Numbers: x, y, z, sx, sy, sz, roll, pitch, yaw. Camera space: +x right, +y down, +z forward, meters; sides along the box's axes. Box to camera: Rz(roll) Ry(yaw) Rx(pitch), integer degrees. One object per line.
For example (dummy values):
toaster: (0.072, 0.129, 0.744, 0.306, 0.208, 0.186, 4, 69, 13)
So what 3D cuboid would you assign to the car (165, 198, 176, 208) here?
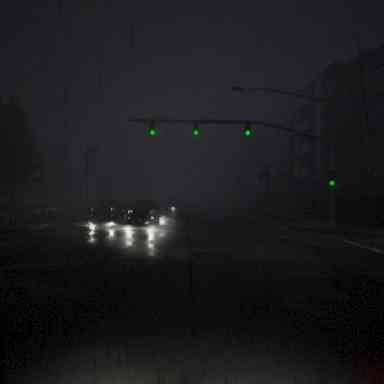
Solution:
car: (-3.508, 1.617, 51.371, 1.812, 1.442, 4.674, 0, 0, 0)

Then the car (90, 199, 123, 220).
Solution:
car: (-7.102, 1.401, 28.372, 2.097, 1.767, 4.553, 0, 0, 0)

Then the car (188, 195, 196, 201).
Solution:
car: (-0.010, 1.585, 89.848, 1.812, 1.442, 4.674, 0, 0, 0)

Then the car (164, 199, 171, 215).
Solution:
car: (-3.599, 1.660, 34.589, 1.895, 1.301, 4.718, 0, 0, 0)

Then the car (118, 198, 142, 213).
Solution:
car: (-7.093, 1.544, 38.586, 1.882, 1.535, 5.008, 0, 0, 0)

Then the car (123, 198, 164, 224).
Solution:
car: (-3.602, 1.396, 25.471, 2.097, 1.767, 4.553, 0, 0, 0)
